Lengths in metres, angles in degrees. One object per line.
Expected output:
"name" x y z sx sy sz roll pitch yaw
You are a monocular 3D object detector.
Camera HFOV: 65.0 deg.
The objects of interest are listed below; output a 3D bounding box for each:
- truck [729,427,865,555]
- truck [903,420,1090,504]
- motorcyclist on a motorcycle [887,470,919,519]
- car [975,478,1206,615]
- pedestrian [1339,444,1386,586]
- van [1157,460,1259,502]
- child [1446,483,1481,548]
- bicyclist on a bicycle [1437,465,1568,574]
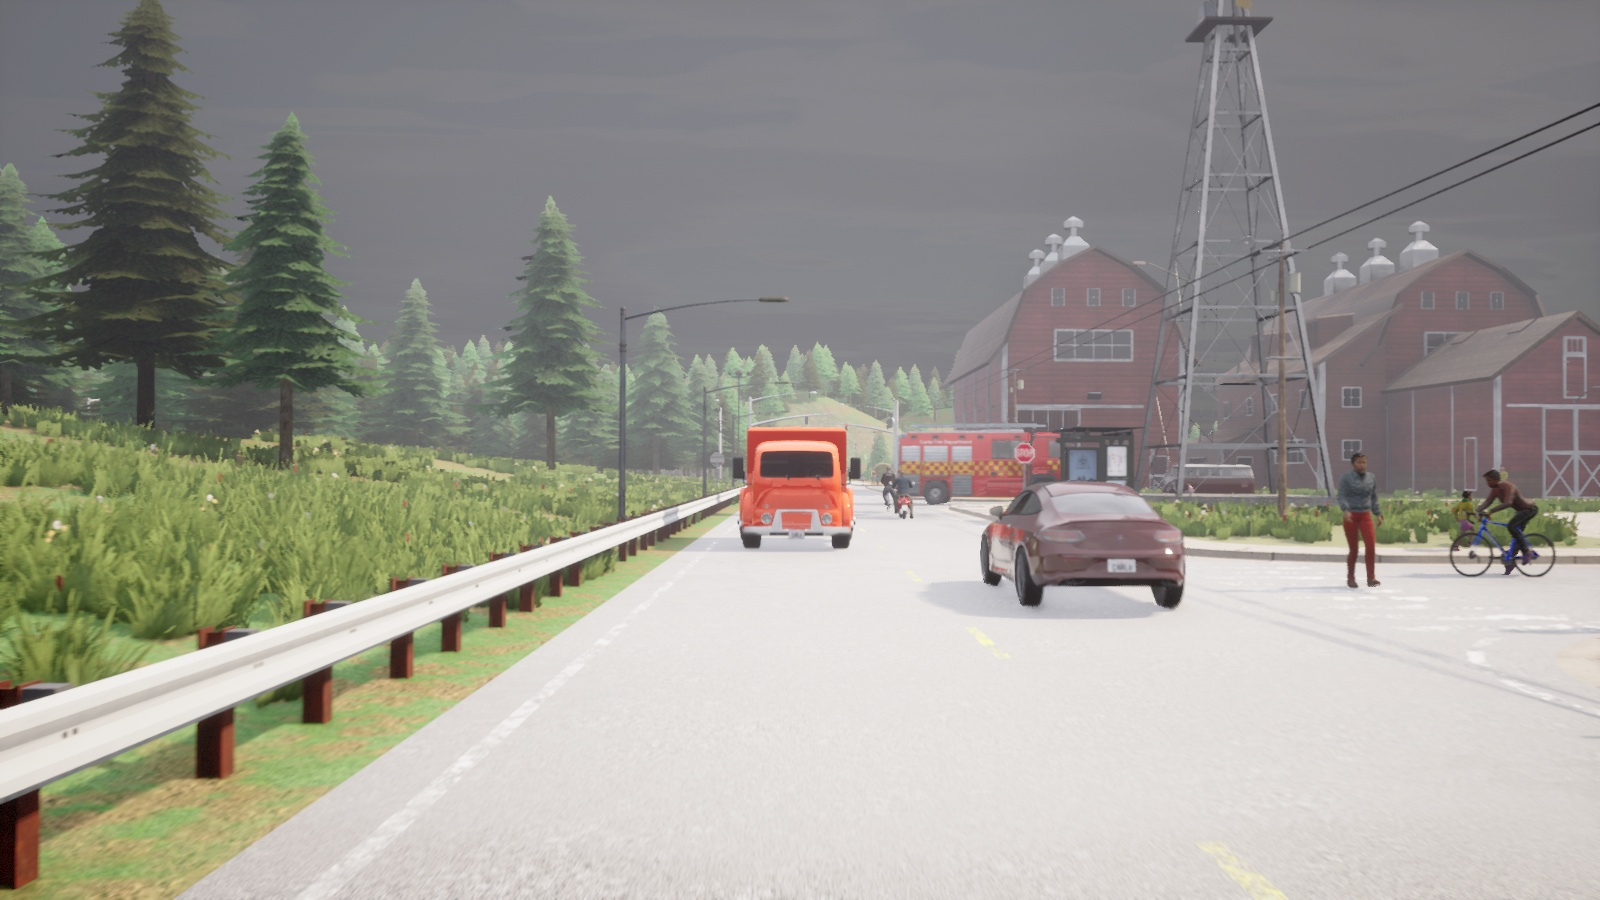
"truck" -0.068 0.748 26.890 2.627 2.467 5.204 0 1 0
"truck" 9.219 0.601 59.001 8.468 3.827 2.891 0 -1 11
"motorcyclist on a motorcycle" 3.400 1.451 41.584 0.866 1.590 1.817 0 -1 0
"car" 3.461 1.092 15.882 1.812 1.442 4.674 0 -1 0
"pedestrian" 7.419 0.848 16.574 0.353 1.847 0.614 0 -1 4
"van" 20.088 1.525 61.999 4.442 1.987 1.775 0 -1 -1
"child" 12.065 1.184 22.835 0.473 1.160 0.299 0 -1 2
"bicyclist on a bicycle" 10.635 1.043 19.035 1.656 1.620 0.582 0 -1 -2
